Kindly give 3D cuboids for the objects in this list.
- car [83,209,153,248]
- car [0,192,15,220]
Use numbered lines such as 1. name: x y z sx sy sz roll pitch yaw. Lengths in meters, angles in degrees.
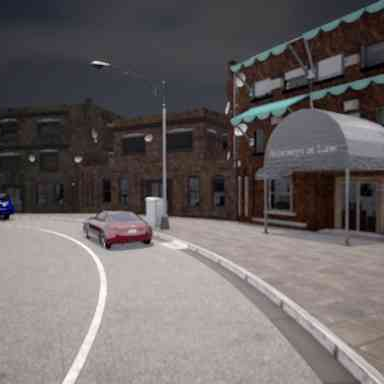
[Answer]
1. car: -3.322 1.432 14.460 1.994 1.385 4.181 -1 2 -31
2. car: -15.521 1.089 24.045 5.566 2.045 2.150 -2 1 19
